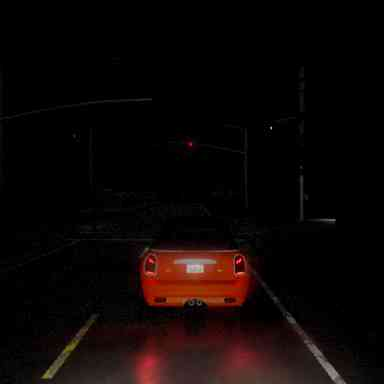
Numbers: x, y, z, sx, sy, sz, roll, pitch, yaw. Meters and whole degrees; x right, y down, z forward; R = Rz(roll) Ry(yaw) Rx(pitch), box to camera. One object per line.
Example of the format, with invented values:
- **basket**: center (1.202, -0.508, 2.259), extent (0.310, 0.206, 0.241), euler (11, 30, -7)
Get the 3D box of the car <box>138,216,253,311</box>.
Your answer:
- **car**: center (0.064, 1.352, 7.908), extent (2.097, 1.767, 4.553), euler (0, 0, 0)
